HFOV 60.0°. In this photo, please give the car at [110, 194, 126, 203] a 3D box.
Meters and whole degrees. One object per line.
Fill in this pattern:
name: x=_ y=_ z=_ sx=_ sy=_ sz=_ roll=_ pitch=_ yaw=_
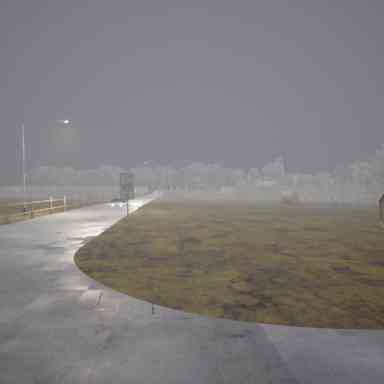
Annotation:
car: x=-11.415 y=1.003 z=51.839 sx=1.994 sy=1.385 sz=4.181 roll=-1 pitch=0 yaw=-4
